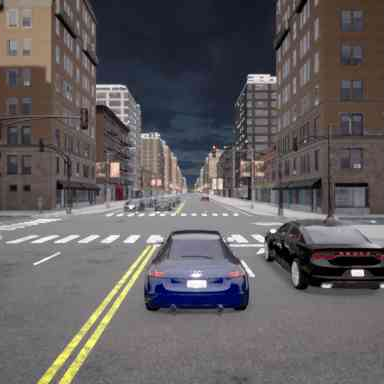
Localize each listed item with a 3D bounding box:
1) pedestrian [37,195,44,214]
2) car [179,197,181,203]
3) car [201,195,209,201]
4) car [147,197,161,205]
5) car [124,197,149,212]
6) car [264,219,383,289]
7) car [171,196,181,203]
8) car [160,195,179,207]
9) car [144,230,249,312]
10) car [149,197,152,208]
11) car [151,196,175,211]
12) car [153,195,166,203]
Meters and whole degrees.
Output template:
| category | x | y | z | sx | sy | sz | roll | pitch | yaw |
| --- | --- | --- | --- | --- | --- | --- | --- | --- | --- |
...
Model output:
| category | x | y | z | sx | sy | sz | roll | pitch | yaw |
| --- | --- | --- | --- | --- | --- | --- | --- | --- | --- |
| pedestrian | -14.169 | 1.166 | 31.092 | 0.375 | 1.860 | 0.375 | 0 | 0 | 0 |
| car | -3.375 | 1.549 | 59.311 | 1.994 | 1.385 | 4.181 | 0 | 0 | 0 |
| car | 3.180 | 1.454 | 80.583 | 1.882 | 1.535 | 5.008 | 0 | 0 | 0 |
| car | -6.629 | 1.587 | 58.376 | 1.895 | 1.301 | 4.718 | 0 | 0 | 0 |
| car | -6.630 | 1.486 | 38.653 | 2.128 | 1.511 | 4.902 | 0 | 0 | 0 |
| car | 3.330 | 1.477 | 9.159 | 1.882 | 1.535 | 5.008 | 0 | 0 | 0 |
| car | -3.311 | 1.490 | 69.697 | 2.033 | 1.411 | 5.357 | 0 | 0 | 0 |
| car | -3.385 | 1.495 | 49.745 | 1.837 | 1.490 | 4.892 | 0 | 0 | 0 |
| car | 0.081 | 1.563 | 7.781 | 1.994 | 1.385 | 4.181 | 0 | 0 | 0 |
| car | -6.638 | 1.495 | 48.446 | 1.837 | 1.490 | 4.892 | 0 | 0 | 0 |
| car | -3.383 | 1.500 | 39.935 | 1.837 | 1.490 | 4.892 | 0 | 0 | 0 |
| car | -6.568 | 1.473 | 68.491 | 2.128 | 1.511 | 4.902 | 0 | 0 | 0 |
